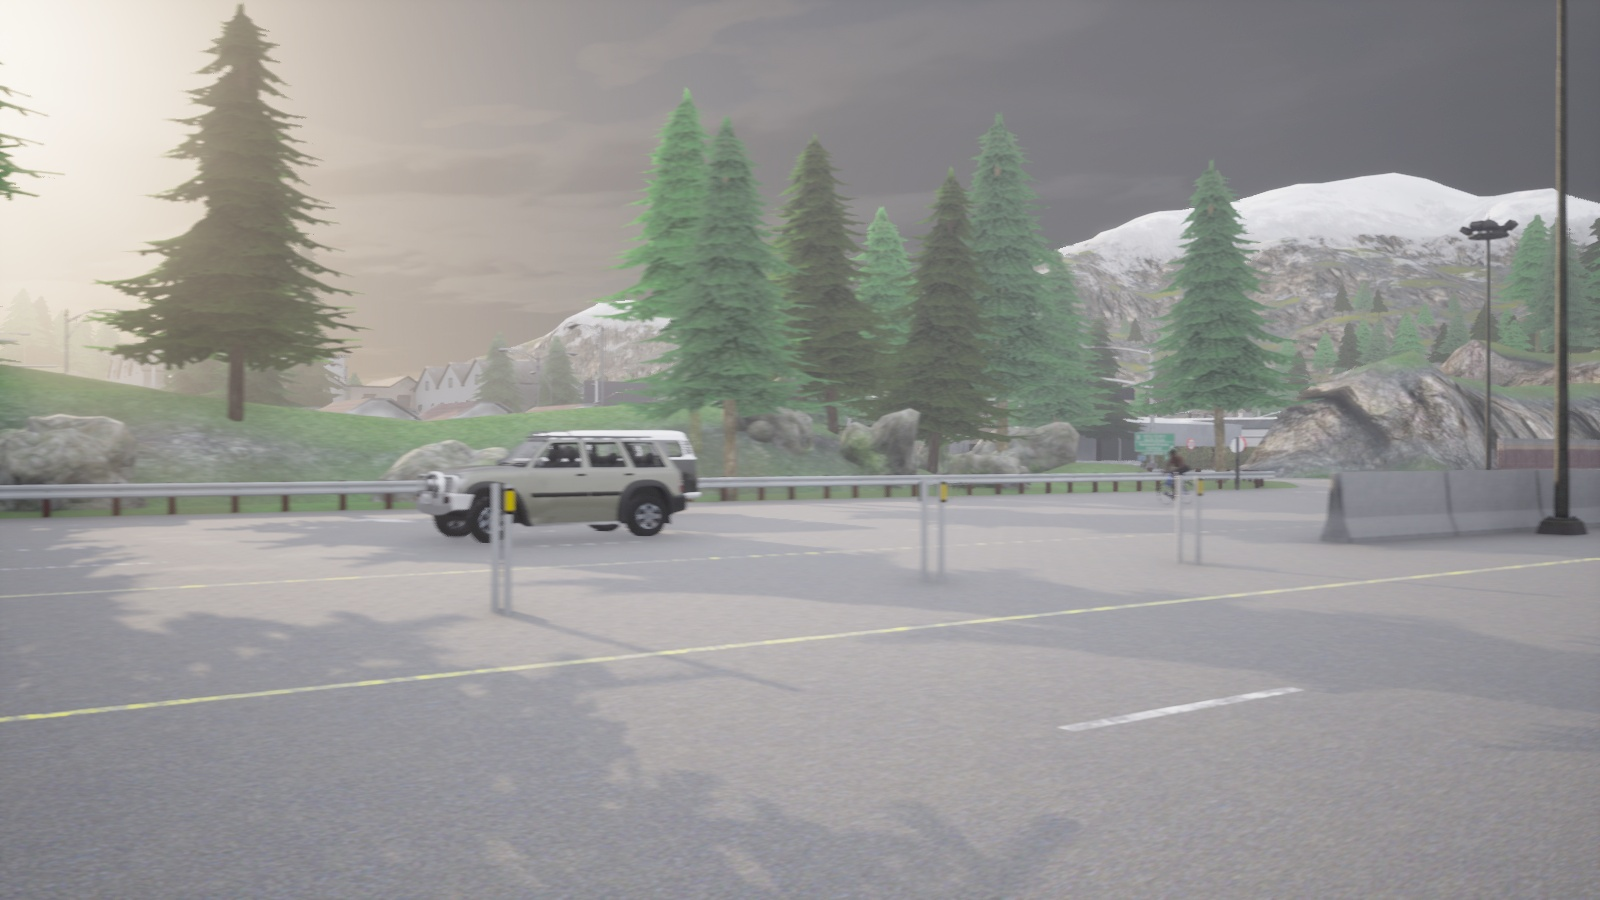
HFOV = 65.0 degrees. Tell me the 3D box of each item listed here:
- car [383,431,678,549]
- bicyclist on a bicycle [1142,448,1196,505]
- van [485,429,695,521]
[{"bbox_3d":[-4.617,0.624,21.767,4.605,1.855,1.932,0,0,-35],"label":"car"},{"bbox_3d":[10.803,0.767,36.762,1.656,1.620,0.582,0,0,-35],"label":"bicyclist on a bicycle"},{"bbox_3d":[-4.984,0.551,30.040,4.480,2.038,2.069,0,0,-35],"label":"van"}]
